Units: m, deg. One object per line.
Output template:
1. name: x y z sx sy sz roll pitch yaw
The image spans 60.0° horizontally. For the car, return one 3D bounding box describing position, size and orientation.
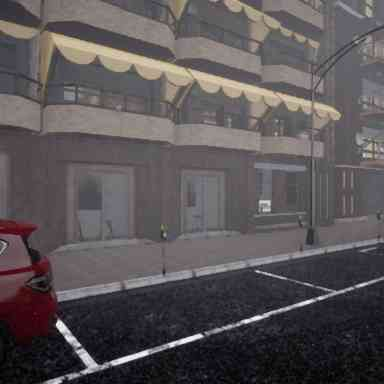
1. car: -4.119 1.314 3.620 5.009 1.841 2.192 0 0 -35
